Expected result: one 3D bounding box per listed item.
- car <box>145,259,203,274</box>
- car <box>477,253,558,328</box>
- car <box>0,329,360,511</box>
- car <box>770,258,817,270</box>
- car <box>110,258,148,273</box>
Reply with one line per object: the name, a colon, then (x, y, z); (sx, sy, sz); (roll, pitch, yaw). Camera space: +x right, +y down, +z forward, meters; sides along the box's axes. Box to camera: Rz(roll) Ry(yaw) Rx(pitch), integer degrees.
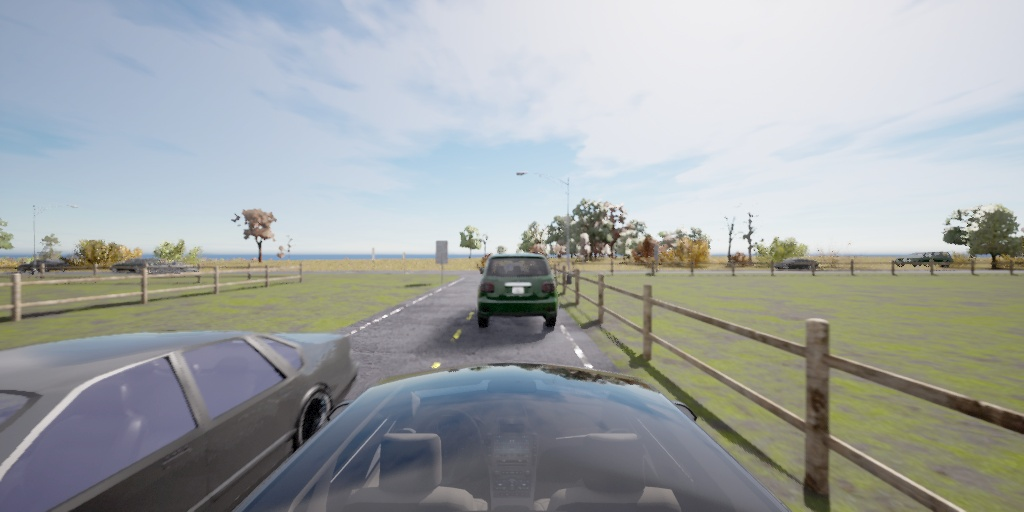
car: (-38.120, 1.320, 40.765); (4.718, 1.301, 1.895); (0, 0, 1)
car: (0.115, 0.936, 11.496); (2.150, 2.045, 5.566); (0, 0, -1)
car: (-2.851, 1.296, 2.252); (2.033, 1.411, 5.357); (0, 0, 0)
car: (33.753, 1.034, 43.071); (4.892, 1.490, 1.837); (0, 0, 1)
car: (-45.887, 1.085, 43.705); (4.553, 1.767, 2.097); (0, 0, 1)
